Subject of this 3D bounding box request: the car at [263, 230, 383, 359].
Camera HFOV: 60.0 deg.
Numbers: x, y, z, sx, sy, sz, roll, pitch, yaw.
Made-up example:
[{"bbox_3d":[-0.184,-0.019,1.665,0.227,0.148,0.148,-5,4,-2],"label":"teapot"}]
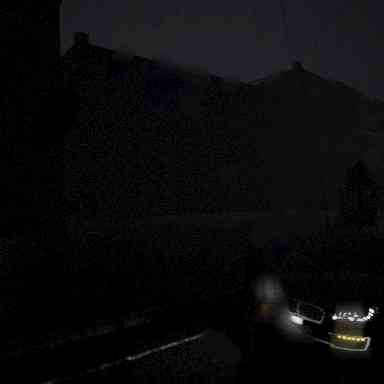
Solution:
[{"bbox_3d":[3.332,1.489,5.925,4.892,1.490,1.837,1,0,-37],"label":"car"}]
